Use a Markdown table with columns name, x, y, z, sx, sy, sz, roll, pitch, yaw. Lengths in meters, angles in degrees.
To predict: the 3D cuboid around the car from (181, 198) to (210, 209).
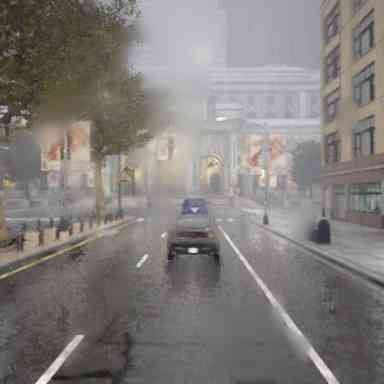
| name | x | y | z | sx | sy | sz | roll | pitch | yaw |
| --- | --- | --- | --- | --- | --- | --- | --- | --- | --- |
| car | 0.302 | 1.497 | 27.233 | 2.150 | 2.045 | 5.566 | 0 | 0 | 2 |

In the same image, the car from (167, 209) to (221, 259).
| name | x | y | z | sx | sy | sz | roll | pitch | yaw |
| --- | --- | --- | --- | --- | --- | --- | --- | --- | --- |
| car | 0.087 | 1.639 | 13.152 | 1.837 | 1.490 | 4.892 | 0 | 0 | 1 |
